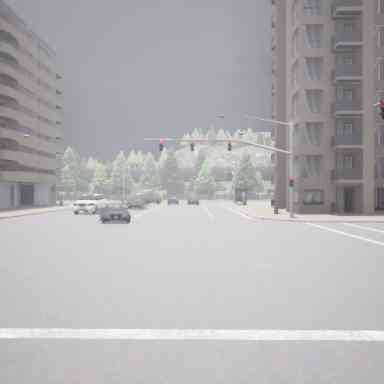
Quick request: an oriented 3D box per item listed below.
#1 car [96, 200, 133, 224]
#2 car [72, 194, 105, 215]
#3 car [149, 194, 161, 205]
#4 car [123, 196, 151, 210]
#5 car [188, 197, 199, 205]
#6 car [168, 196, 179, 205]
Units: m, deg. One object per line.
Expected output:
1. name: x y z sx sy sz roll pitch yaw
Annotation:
1. car: -5.822 1.564 24.757 1.994 1.385 4.181 0 0 -18
2. car: -10.530 1.221 34.626 2.150 2.045 5.566 0 0 0
3. car: -6.874 1.311 60.238 2.150 2.045 5.566 0 0 0
4. car: -7.008 1.547 42.801 2.033 1.411 5.357 0 0 0
5. car: 0.223 1.564 58.373 1.994 1.385 4.181 0 0 0
6. car: -3.374 1.526 60.030 1.812 1.442 4.674 0 0 0
